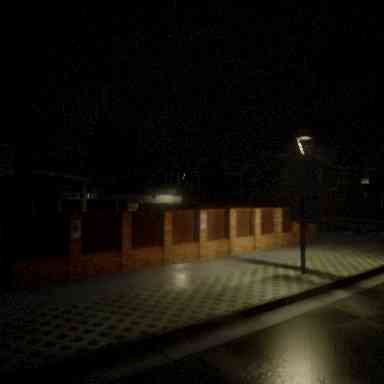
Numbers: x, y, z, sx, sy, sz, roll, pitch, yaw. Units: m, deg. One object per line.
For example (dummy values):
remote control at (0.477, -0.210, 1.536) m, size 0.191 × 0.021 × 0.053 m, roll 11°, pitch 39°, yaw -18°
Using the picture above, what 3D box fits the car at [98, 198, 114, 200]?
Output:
car at (-11.177, 1.425, 43.289) m, size 1.994 × 1.385 × 4.181 m, roll -1°, pitch 1°, yaw -38°
